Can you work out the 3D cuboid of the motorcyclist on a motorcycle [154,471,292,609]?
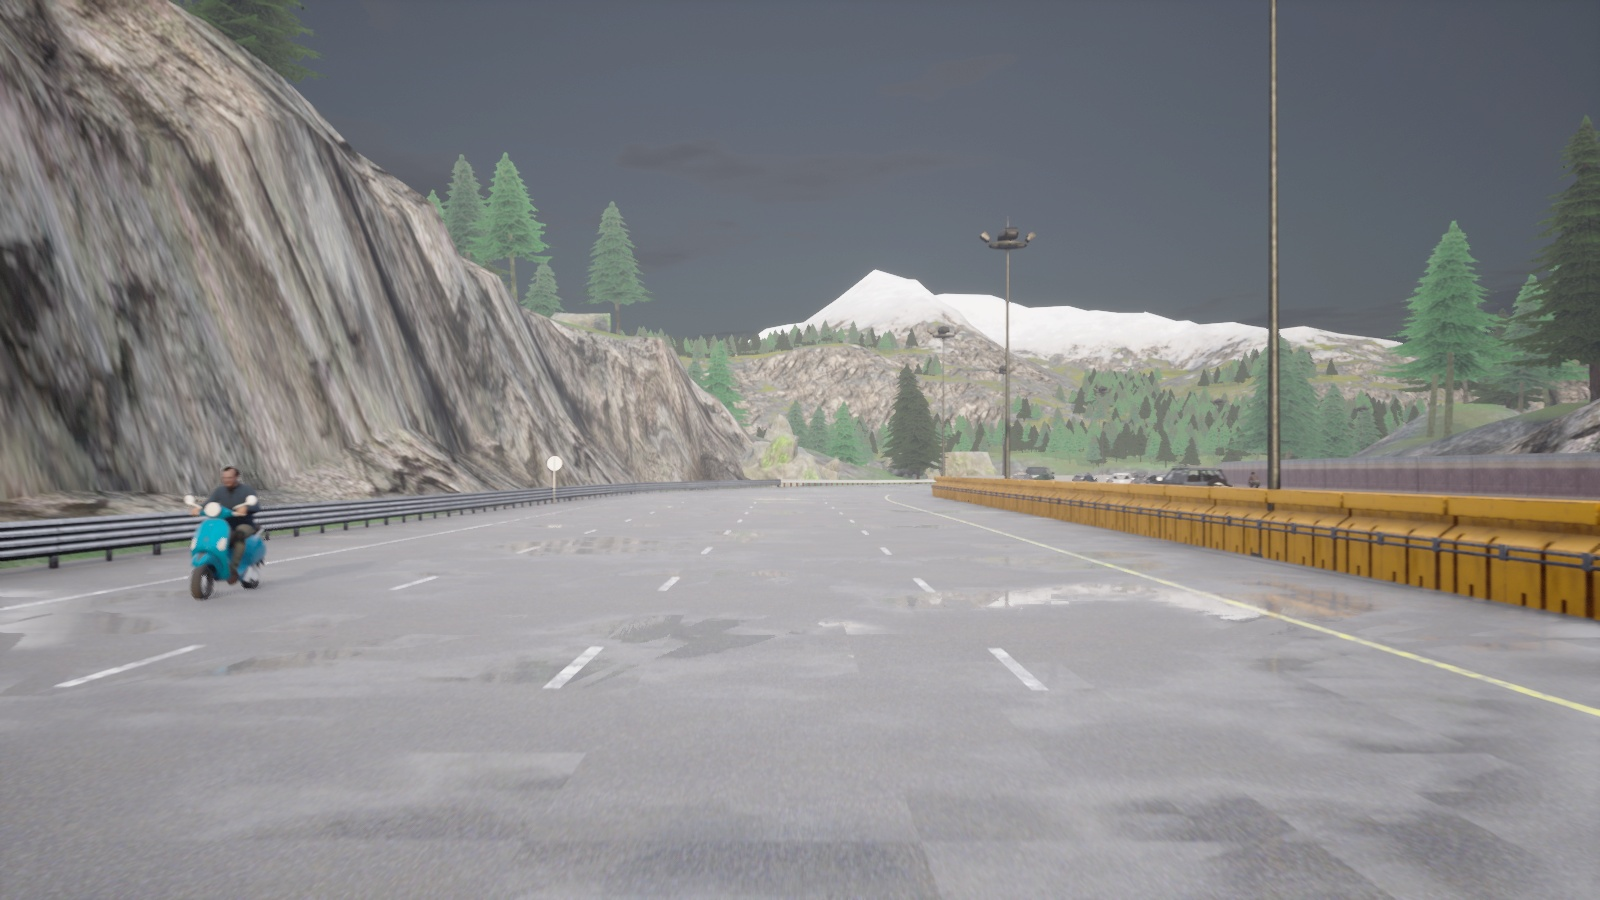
[{"bbox_3d":[-7.036,1.054,15.422,0.866,1.590,1.817,0,-1,0],"label":"motorcyclist on a motorcycle"}]

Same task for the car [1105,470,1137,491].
[{"bbox_3d":[22.902,2.191,89.770,1.970,1.475,3.806,0,-1,11],"label":"car"}]

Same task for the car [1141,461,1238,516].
[{"bbox_3d":[13.823,1.327,44.851,1.932,1.855,4.605,0,-1,-1],"label":"car"}]
